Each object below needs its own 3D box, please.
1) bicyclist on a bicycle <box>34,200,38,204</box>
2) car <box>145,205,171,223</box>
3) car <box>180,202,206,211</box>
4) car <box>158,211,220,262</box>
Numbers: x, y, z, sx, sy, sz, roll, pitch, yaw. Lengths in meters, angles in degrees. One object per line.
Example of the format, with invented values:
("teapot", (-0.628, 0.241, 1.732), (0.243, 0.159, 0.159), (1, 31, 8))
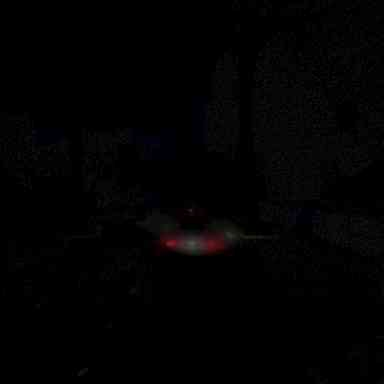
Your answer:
("bicyclist on a bicycle", (-20.029, 1.854, 42.670), (0.582, 1.620, 1.656), (0, 0, 0))
("car", (-2.773, 1.834, 28.314), (1.994, 1.385, 4.181), (0, -1, 1))
("car", (0.078, 1.620, 28.210), (2.097, 1.767, 4.553), (0, -1, 2))
("car", (0.014, 1.668, 12.548), (2.033, 1.411, 5.357), (0, -1, 0))
